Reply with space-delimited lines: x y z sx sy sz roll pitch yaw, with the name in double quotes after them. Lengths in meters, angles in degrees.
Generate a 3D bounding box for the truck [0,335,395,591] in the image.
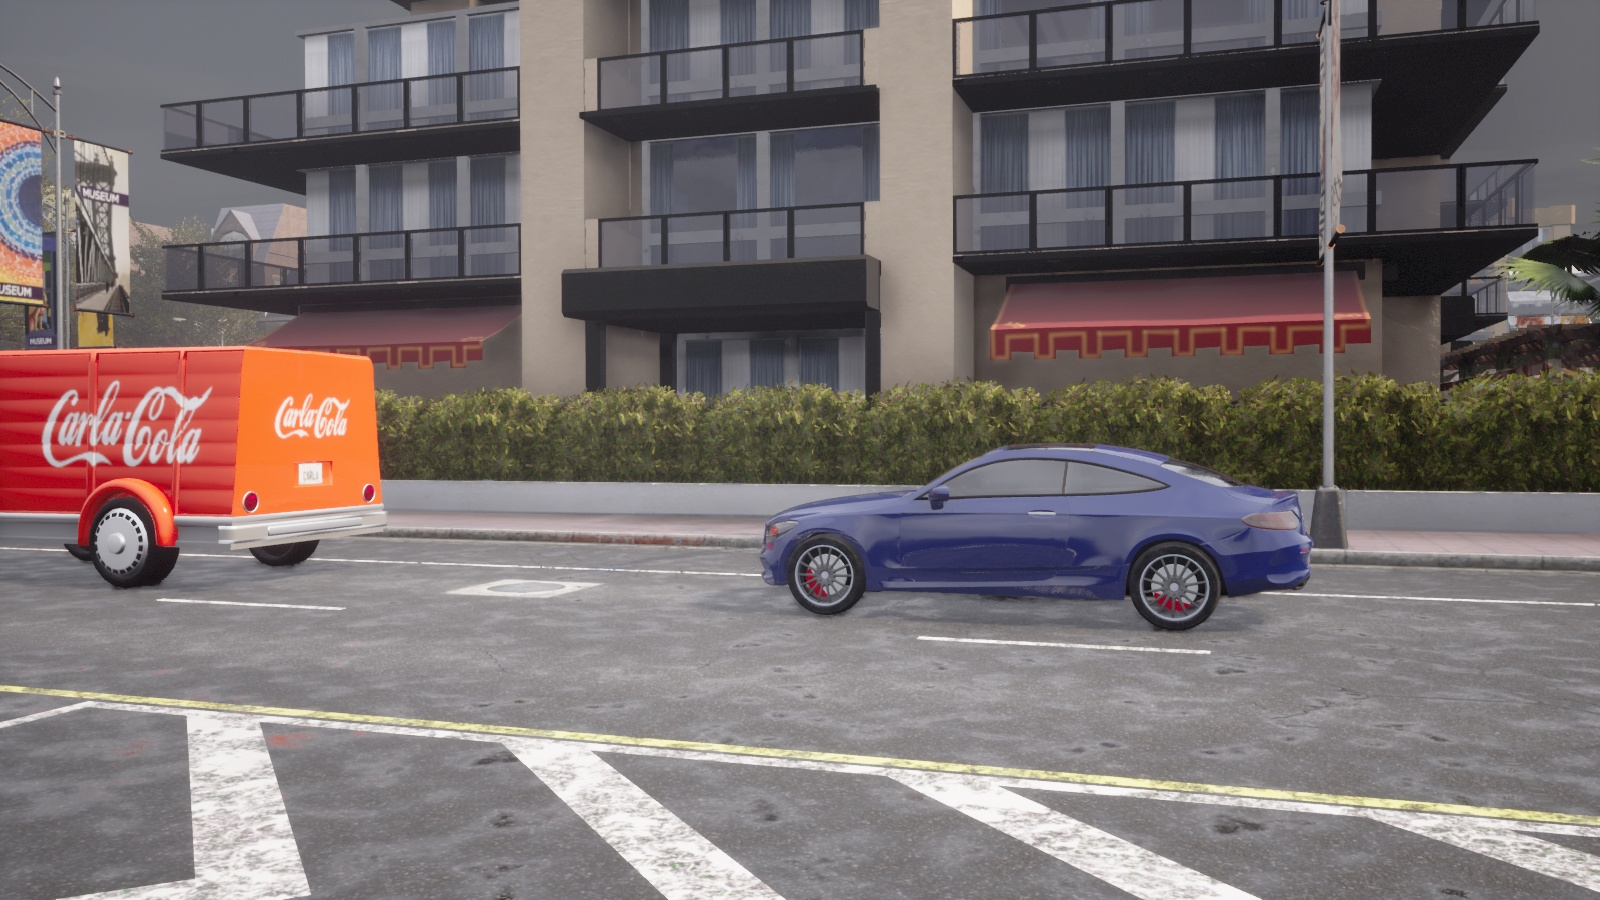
-7.581 0.085 14.149 5.204 2.467 2.627 1 1 19 "truck"

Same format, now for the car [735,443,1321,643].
1.945 0.684 10.949 4.674 1.442 1.812 1 1 18 "car"
